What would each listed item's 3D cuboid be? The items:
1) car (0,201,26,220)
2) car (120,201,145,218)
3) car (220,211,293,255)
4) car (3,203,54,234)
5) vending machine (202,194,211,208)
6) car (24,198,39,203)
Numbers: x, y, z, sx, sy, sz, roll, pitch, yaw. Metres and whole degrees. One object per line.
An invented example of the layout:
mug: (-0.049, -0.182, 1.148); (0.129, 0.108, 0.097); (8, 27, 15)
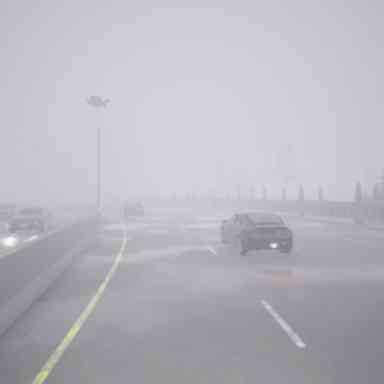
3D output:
car: (-15.835, 1.728, 28.593); (1.837, 1.490, 4.892); (0, 0, -20)
car: (-5.851, 1.662, 32.337); (2.128, 1.511, 4.902); (0, 0, -19)
car: (2.421, 1.539, 13.470); (1.837, 1.490, 4.892); (0, 0, -7)
car: (-9.799, 1.642, 20.552); (1.837, 1.490, 4.892); (0, 0, -14)
vending machine: (2.238, 1.394, 51.180); (1.100, 2.100, 0.880); (0, 0, -27)
car: (-27.566, 1.867, 56.790); (2.097, 1.767, 4.553); (0, 0, -38)
